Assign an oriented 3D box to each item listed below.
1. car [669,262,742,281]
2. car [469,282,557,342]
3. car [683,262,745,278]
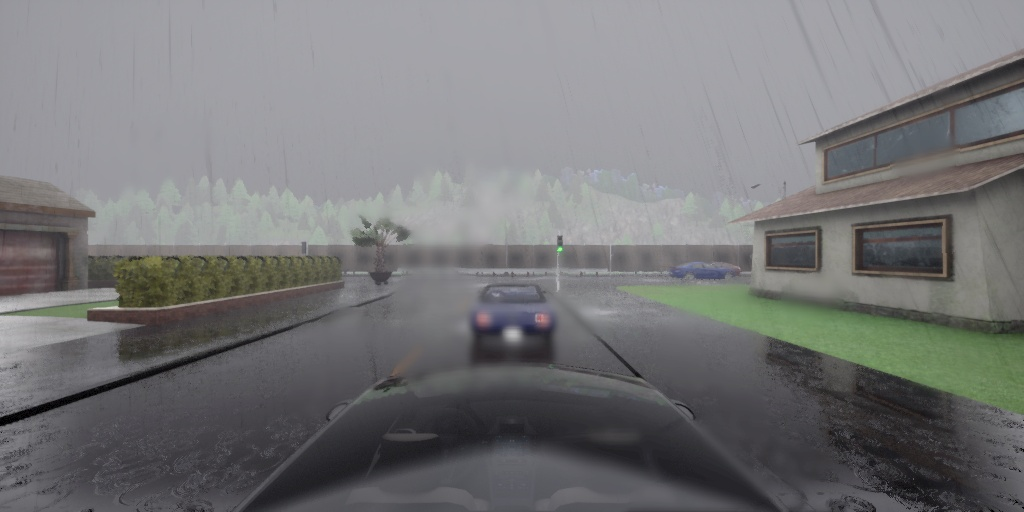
[{"bbox_3d":[15.268,1.227,28.816,5.008,1.535,1.882,0,0,0],"label":"car"},{"bbox_3d":[0.046,1.351,9.757,1.895,1.301,4.718,0,0,1],"label":"car"},{"bbox_3d":[18.529,1.276,32.999,4.674,1.442,1.812,0,0,-1],"label":"car"}]
